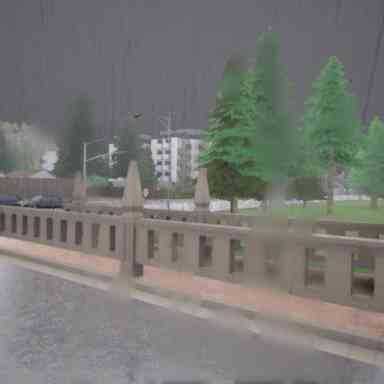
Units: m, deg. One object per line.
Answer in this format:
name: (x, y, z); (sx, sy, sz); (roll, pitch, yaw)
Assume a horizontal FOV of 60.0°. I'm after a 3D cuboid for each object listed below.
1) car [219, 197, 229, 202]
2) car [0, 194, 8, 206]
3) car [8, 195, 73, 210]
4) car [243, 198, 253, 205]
car: (6.253, 1.158, 51.747); (1.895, 1.301, 4.718); (1, 1, 38)
car: (-17.843, 0.946, 31.726); (2.033, 1.411, 5.357); (1, 1, 37)
car: (-13.788, 1.016, 31.266); (2.033, 1.411, 5.357); (1, 1, 38)
car: (9.150, 1.117, 49.770); (2.128, 1.511, 4.902); (1, 1, 38)
